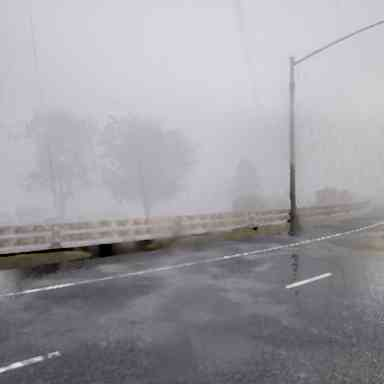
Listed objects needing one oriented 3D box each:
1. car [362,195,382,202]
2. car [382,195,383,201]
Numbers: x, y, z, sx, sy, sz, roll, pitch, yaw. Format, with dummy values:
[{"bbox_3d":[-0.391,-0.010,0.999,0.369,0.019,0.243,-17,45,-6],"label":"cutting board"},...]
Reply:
[{"bbox_3d":[38.670,1.407,72.562,2.128,1.511,4.902,0,0,9],"label":"car"},{"bbox_3d":[42.113,1.405,71.934,2.033,1.411,5.357,0,0,9],"label":"car"}]
